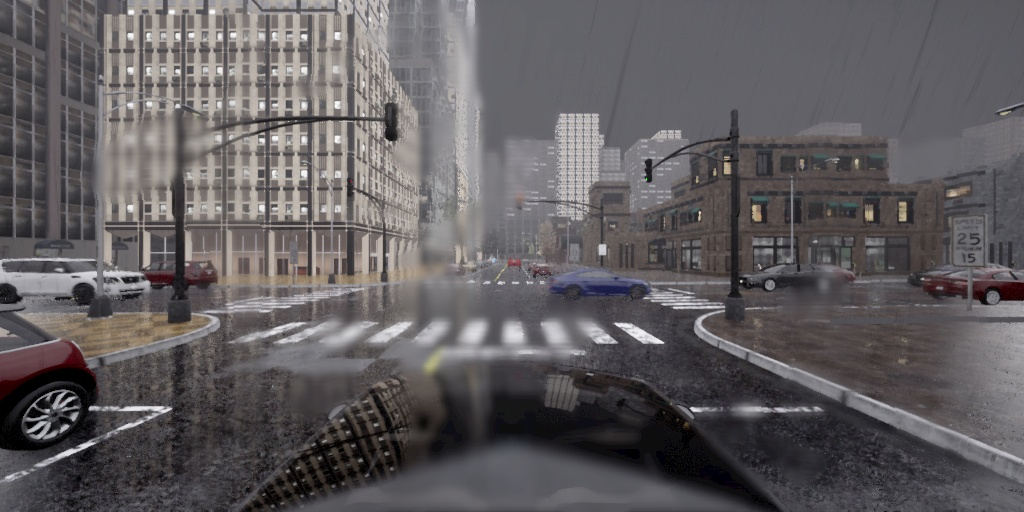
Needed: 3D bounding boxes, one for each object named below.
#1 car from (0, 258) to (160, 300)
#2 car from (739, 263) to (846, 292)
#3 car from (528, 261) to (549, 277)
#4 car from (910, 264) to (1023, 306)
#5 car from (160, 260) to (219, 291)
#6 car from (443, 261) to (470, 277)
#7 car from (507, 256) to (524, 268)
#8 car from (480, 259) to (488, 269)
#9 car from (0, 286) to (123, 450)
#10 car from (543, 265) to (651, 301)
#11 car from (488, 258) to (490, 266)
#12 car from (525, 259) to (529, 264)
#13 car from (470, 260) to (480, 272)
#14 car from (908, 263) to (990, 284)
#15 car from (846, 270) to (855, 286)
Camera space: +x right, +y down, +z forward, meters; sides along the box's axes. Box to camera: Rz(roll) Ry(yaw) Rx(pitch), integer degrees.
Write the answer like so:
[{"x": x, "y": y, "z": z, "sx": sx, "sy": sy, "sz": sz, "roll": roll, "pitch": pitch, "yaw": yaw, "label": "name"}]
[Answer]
[{"x": -20.049, "y": 1.094, "z": 16.358, "sx": 5.566, "sy": 2.045, "sz": 2.150, "roll": -1, "pitch": 0, "yaw": -1, "label": "car"}, {"x": 15.140, "y": 1.145, "z": 19.915, "sx": 4.892, "sy": 1.490, "sz": 1.837, "roll": 0, "pitch": 0, "yaw": -1, "label": "car"}, {"x": 2.854, "y": 1.299, "z": 34.683, "sx": 1.888, "sy": 1.381, "sz": 4.507, "roll": 0, "pitch": 0, "yaw": 0, "label": "car"}, {"x": 19.134, "y": 1.151, "z": 14.162, "sx": 4.507, "sy": 1.381, "sz": 1.888, "roll": 0, "pitch": 0, "yaw": -1, "label": "car"}, {"x": -21.022, "y": 1.200, "z": 22.140, "sx": 5.009, "sy": 1.841, "sz": 2.192, "roll": 0, "pitch": 0, "yaw": -1, "label": "car"}, {"x": -5.527, "y": 1.336, "z": 34.726, "sx": 1.802, "sy": 1.307, "sz": 4.207, "roll": 0, "pitch": 0, "yaw": 0, "label": "car"}, {"x": 0.387, "y": 0.988, "z": 59.355, "sx": 2.150, "sy": 2.045, "sz": 5.566, "roll": 0, "pitch": 0, "yaw": 0, "label": "car"}, {"x": -5.415, "y": 1.315, "z": 56.889, "sx": 2.007, "sy": 1.370, "sz": 4.403, "roll": 0, "pitch": 0, "yaw": 0, "label": "car"}, {"x": -5.691, "y": 1.190, "z": 2.259, "sx": 1.967, "sy": 1.591, "sz": 4.097, "roll": 0, "pitch": 0, "yaw": 0, "label": "car"}, {"x": 3.972, "y": 1.266, "z": 16.600, "sx": 4.674, "sy": 1.442, "sz": 1.812, "roll": 0, "pitch": 0, "yaw": -1, "label": "car"}, {"x": -5.388, "y": 1.335, "z": 62.429, "sx": 1.948, "sy": 1.339, "sz": 4.313, "roll": 0, "pitch": 0, "yaw": 0, "label": "car"}, {"x": 2.909, "y": 1.341, "z": 45.765, "sx": 1.802, "sy": 1.307, "sz": 4.207, "roll": 0, "pitch": 0, "yaw": 0, "label": "car"}, {"x": -5.472, "y": 1.284, "z": 45.637, "sx": 1.751, "sy": 1.417, "sz": 4.829, "roll": 0, "pitch": 0, "yaw": 0, "label": "car"}, {"x": 24.943, "y": 1.138, "z": 20.021, "sx": 4.181, "sy": 1.385, "sz": 1.994, "roll": 0, "pitch": 0, "yaw": -1, "label": "car"}, {"x": 19.050, "y": 1.199, "z": 22.543, "sx": 4.207, "sy": 1.307, "sz": 1.802, "roll": 0, "pitch": 0, "yaw": -1, "label": "car"}]
